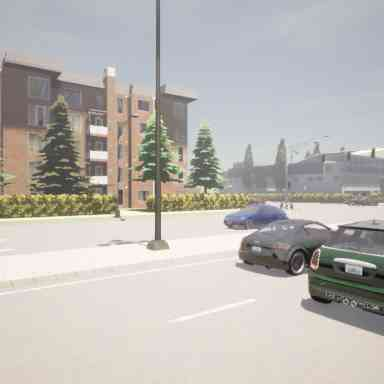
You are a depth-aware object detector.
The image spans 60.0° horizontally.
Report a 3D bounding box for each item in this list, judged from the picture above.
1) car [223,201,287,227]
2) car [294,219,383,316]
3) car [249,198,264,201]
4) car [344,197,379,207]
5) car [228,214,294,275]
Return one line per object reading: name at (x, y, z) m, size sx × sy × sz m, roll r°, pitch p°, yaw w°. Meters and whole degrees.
car at (4.109, 1.525, 21.035) m, size 4.674 × 1.442 × 1.812 m, roll 0°, pitch 0°, yaw -36°
car at (4.505, 1.352, 6.944) m, size 4.553 × 1.767 × 2.097 m, roll 0°, pitch 0°, yaw -36°
car at (9.890, 1.601, 54.593) m, size 1.895 × 1.301 × 4.718 m, roll 0°, pitch 0°, yaw -34°
car at (26.458, 1.491, 51.961) m, size 4.902 × 1.511 × 2.128 m, roll 0°, pitch 1°, yaw 16°
car at (3.445, 1.564, 10.479) m, size 4.181 × 1.385 × 1.994 m, roll 0°, pitch 0°, yaw -36°
